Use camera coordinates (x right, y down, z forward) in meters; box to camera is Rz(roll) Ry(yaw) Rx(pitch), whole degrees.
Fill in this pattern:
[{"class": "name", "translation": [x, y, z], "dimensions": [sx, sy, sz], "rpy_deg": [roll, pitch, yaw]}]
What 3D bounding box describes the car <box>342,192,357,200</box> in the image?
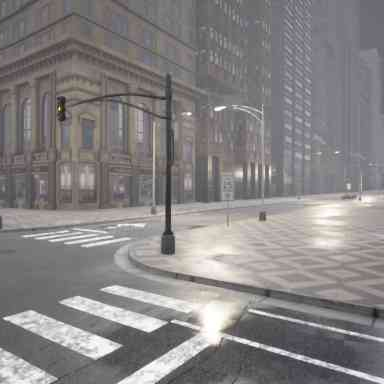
[{"class": "car", "translation": [28.219, 0.712, 59.482], "dimensions": [1.895, 1.301, 4.718], "rpy_deg": [0, 1, 35]}]
